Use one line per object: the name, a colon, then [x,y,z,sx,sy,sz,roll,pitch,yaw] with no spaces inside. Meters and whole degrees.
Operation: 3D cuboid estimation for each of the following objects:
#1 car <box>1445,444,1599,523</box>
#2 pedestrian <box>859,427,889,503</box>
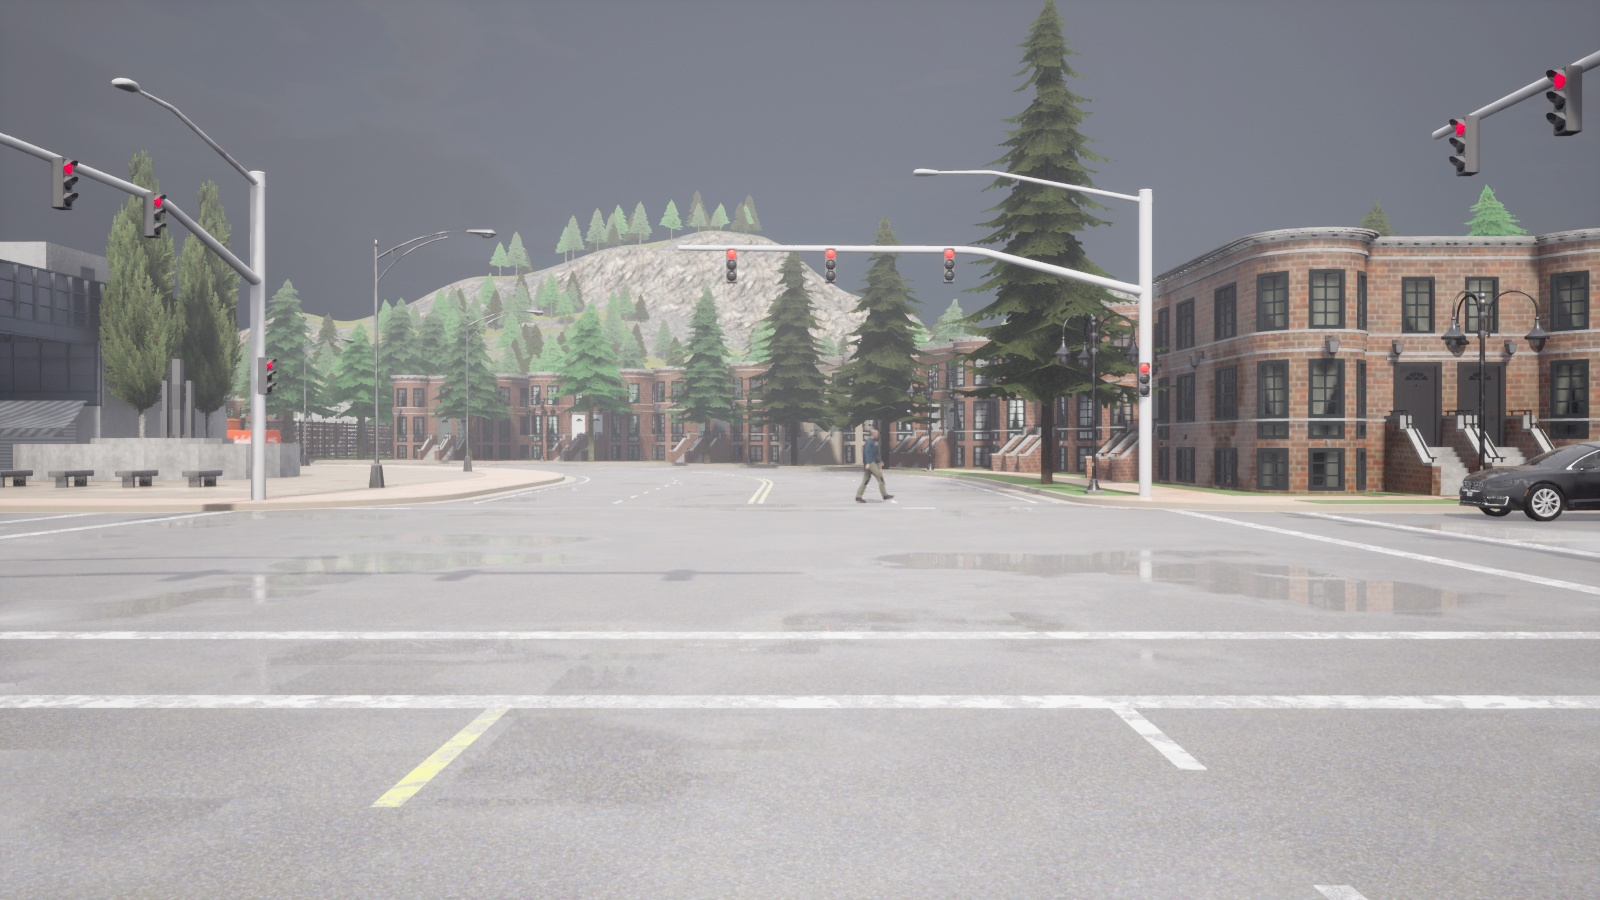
car: [15.464,0.626,24.434,4.892,1.490,1.837,0,0,0]
pedestrian: [1.799,0.363,30.648,0.726,1.842,0.402,0,0,2]
